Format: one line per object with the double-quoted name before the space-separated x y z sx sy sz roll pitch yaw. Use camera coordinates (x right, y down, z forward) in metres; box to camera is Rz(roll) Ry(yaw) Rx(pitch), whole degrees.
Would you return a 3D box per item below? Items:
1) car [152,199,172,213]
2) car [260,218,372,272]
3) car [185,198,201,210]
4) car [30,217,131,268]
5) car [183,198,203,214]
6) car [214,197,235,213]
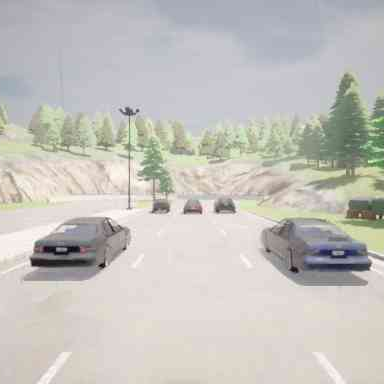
"car" -3.388 1.505 37.506 1.837 1.490 4.892 0 0 0
"car" 3.604 1.548 10.704 2.033 1.411 5.357 0 0 0
"car" 0.166 1.547 44.518 2.033 1.411 5.357 0 0 1
"car" -3.396 1.548 11.175 2.033 1.411 5.357 0 0 0
"car" 0.108 1.564 35.275 1.994 1.385 4.181 0 0 0
"car" 3.612 1.353 37.461 2.097 1.767 4.553 0 0 0
